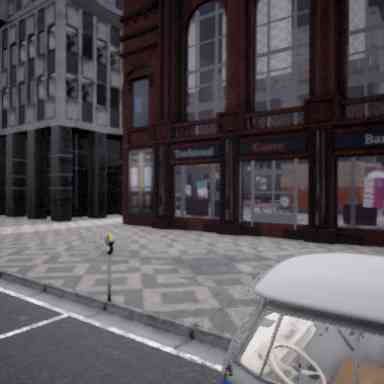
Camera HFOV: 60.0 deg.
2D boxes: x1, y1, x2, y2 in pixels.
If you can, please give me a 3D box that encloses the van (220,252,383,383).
[{"bbox_3d":[1.971,1.345,1.554,3.998,1.788,1.690,0,0,36],"label":"van"}]
